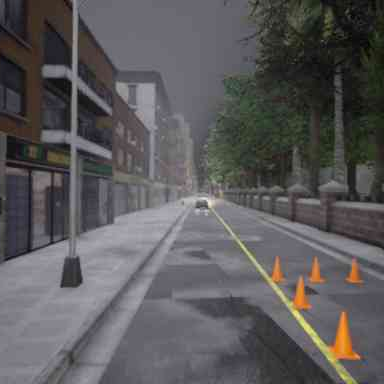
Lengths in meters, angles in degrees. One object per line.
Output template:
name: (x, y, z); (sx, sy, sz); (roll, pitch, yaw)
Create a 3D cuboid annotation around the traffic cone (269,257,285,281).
traffic cone: (2.237, 1.993, 8.716); (0.340, 0.580, 0.340); (1, 0, 1)

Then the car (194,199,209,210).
car: (1.340, 1.630, 45.261); (2.033, 1.411, 5.357); (1, 0, 1)

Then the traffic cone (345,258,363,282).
traffic cone: (4.236, 2.020, 8.671); (0.340, 0.580, 0.340); (1, 0, 1)

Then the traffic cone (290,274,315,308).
traffic cone: (2.192, 1.991, 6.716); (0.340, 0.580, 0.340); (1, 0, 1)

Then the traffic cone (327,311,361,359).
traffic cone: (2.147, 1.989, 4.717); (0.340, 0.580, 0.340); (1, 0, 1)

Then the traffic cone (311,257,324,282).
traffic cone: (3.237, 2.007, 8.694); (0.340, 0.580, 0.340); (1, 0, 1)
